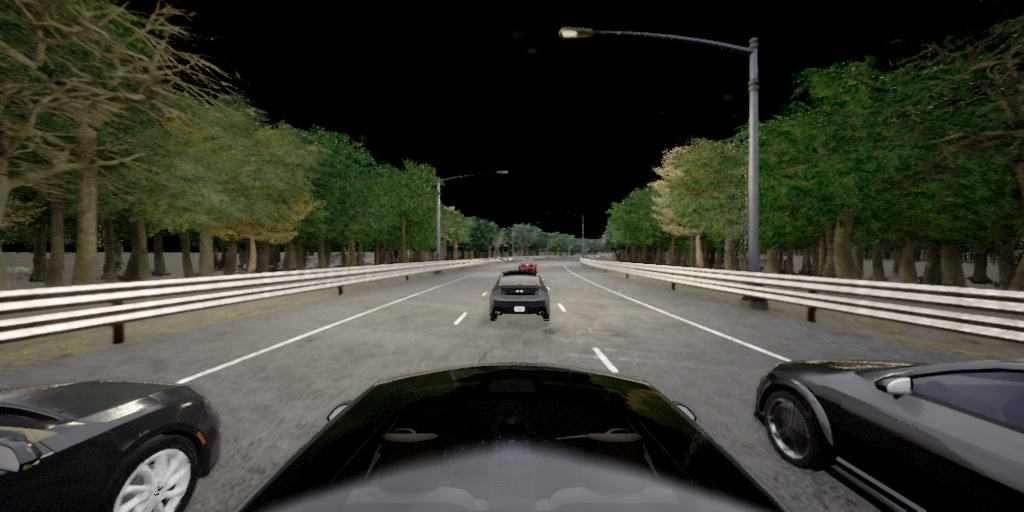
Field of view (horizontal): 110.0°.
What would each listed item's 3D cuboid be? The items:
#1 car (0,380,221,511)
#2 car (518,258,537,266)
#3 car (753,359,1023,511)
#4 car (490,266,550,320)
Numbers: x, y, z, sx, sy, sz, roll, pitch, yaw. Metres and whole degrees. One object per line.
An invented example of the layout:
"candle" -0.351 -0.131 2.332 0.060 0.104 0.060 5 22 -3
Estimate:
"car" -3.374 1.252 1.016 1.837 1.490 4.892 0 0 0
"car" 1.901 1.037 42.456 2.097 1.767 4.553 0 0 5
"car" 3.633 1.317 2.203 1.994 1.385 4.181 0 0 0
"car" 0.277 1.251 12.554 1.837 1.490 4.892 0 0 2
